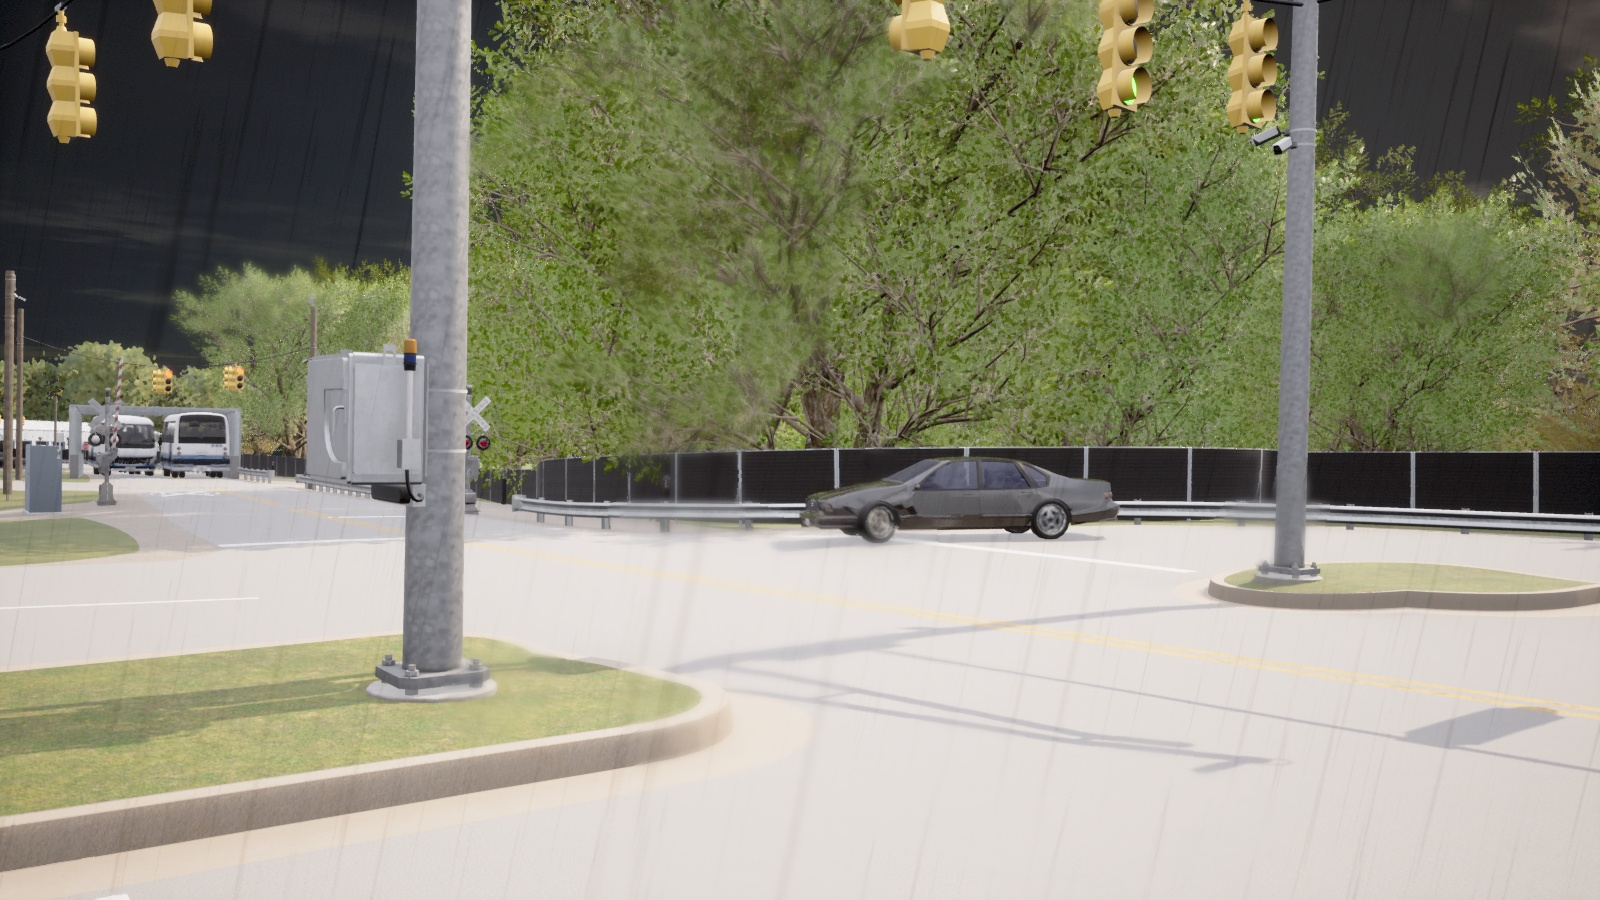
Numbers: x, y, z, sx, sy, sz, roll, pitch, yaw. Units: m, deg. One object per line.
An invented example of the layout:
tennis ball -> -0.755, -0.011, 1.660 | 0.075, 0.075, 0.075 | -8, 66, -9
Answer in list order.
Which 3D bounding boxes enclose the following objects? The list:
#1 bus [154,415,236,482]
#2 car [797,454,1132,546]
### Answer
bus -> -40.670, -0.136, 84.140 | 3.944, 4.253, 10.273 | 0, 0, -31
car -> 2.768, 0.806, 21.673 | 5.357, 1.411, 2.033 | -1, 0, -11
